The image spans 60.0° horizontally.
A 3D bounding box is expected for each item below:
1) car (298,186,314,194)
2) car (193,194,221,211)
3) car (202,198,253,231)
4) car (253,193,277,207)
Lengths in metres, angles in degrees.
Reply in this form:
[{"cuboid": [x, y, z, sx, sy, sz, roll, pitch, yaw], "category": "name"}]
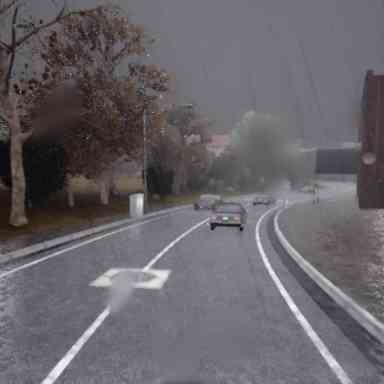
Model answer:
[{"cuboid": [22.733, -0.406, 66.064, 1.837, 1.490, 4.892, 5, 5, 41], "category": "car"}, {"cuboid": [1.582, 0.957, 30.656, 1.837, 1.490, 4.892, 2, 2, 19], "category": "car"}, {"cuboid": [2.236, 1.347, 19.435, 2.033, 1.411, 5.357, 1, 1, 12], "category": "car"}, {"cuboid": [8.321, 0.865, 37.915, 2.033, 1.411, 5.357, 3, 3, 24], "category": "car"}]
